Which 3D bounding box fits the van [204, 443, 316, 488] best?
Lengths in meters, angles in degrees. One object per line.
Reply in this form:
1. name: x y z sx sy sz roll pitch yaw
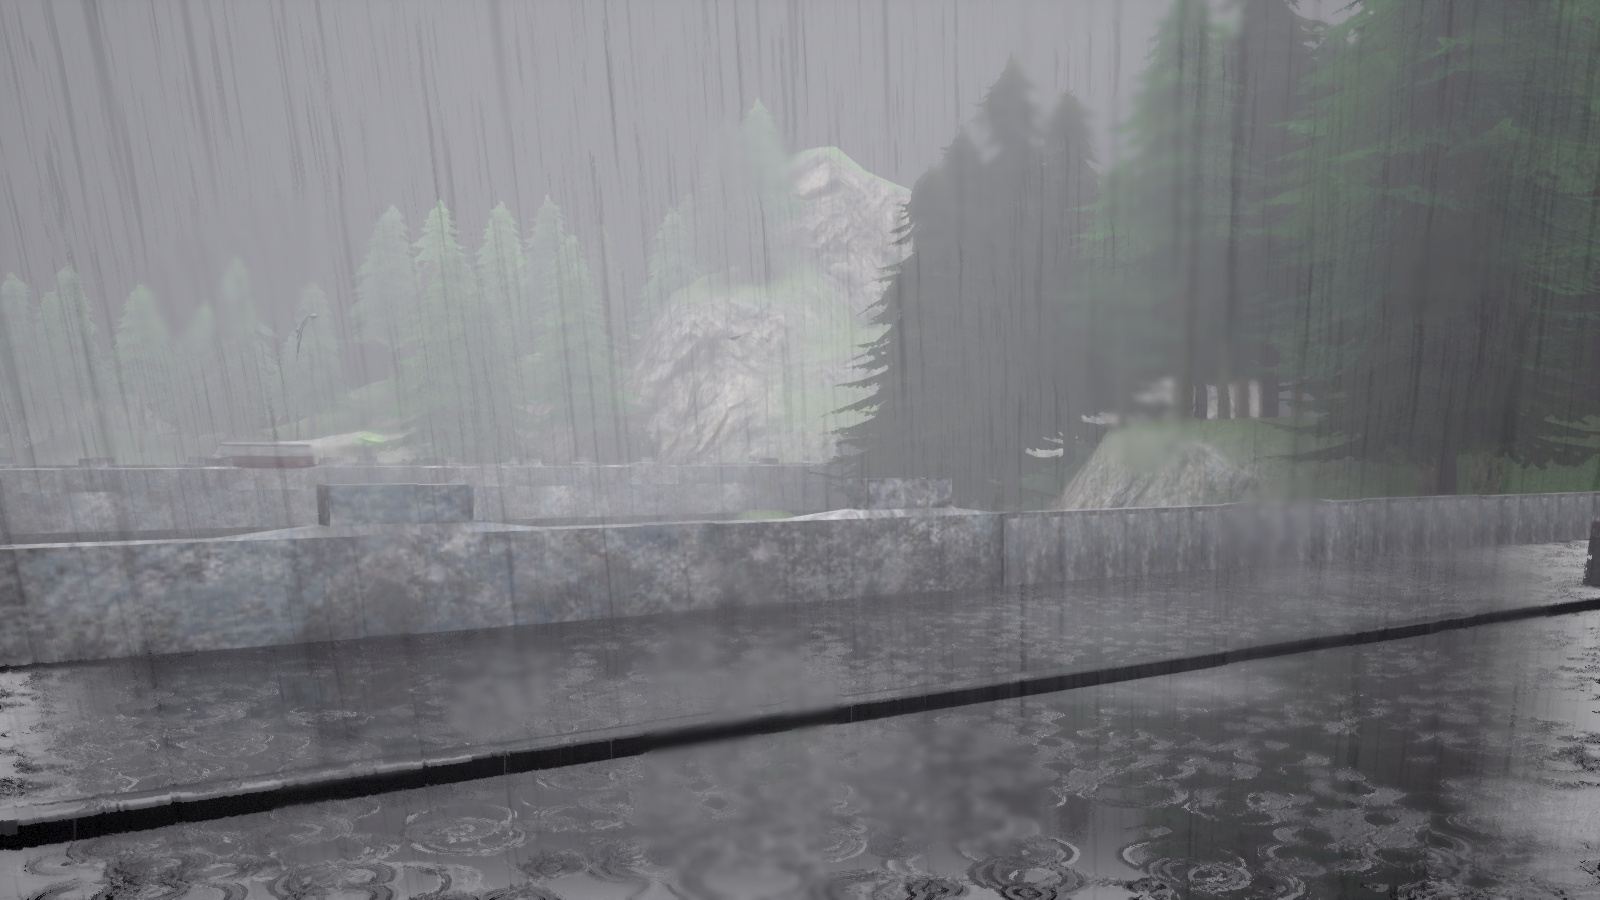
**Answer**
1. van: -24.593 0.690 57.237 4.442 1.987 1.775 0 0 -35
